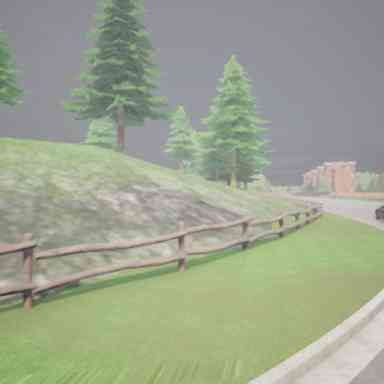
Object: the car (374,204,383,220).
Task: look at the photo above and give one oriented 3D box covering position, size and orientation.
[{"bbox_3d":[15.758,1.582,25.962,1.837,1.490,4.892,0,0,15],"label":"car"}]
